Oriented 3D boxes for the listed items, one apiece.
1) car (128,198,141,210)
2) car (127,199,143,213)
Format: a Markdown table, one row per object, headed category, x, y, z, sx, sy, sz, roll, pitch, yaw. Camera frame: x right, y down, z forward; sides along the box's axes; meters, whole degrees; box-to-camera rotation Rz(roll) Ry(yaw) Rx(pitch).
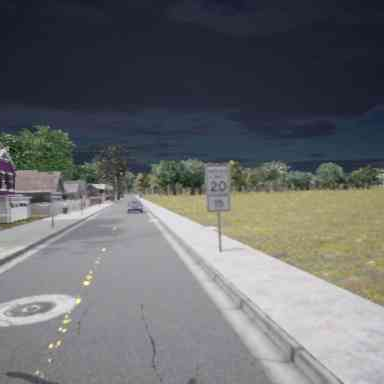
| category | x | y | z | sx | sy | sz | roll | pitch | yaw |
| --- | --- | --- | --- | --- | --- | --- | --- | --- | --- |
| car | -8.895 | 1.817 | 51.264 | 1.837 | 1.490 | 4.892 | -2 | 0 | -10 |
| car | -7.001 | 1.796 | 40.742 | 2.033 | 1.411 | 5.357 | -2 | 0 | -10 |
